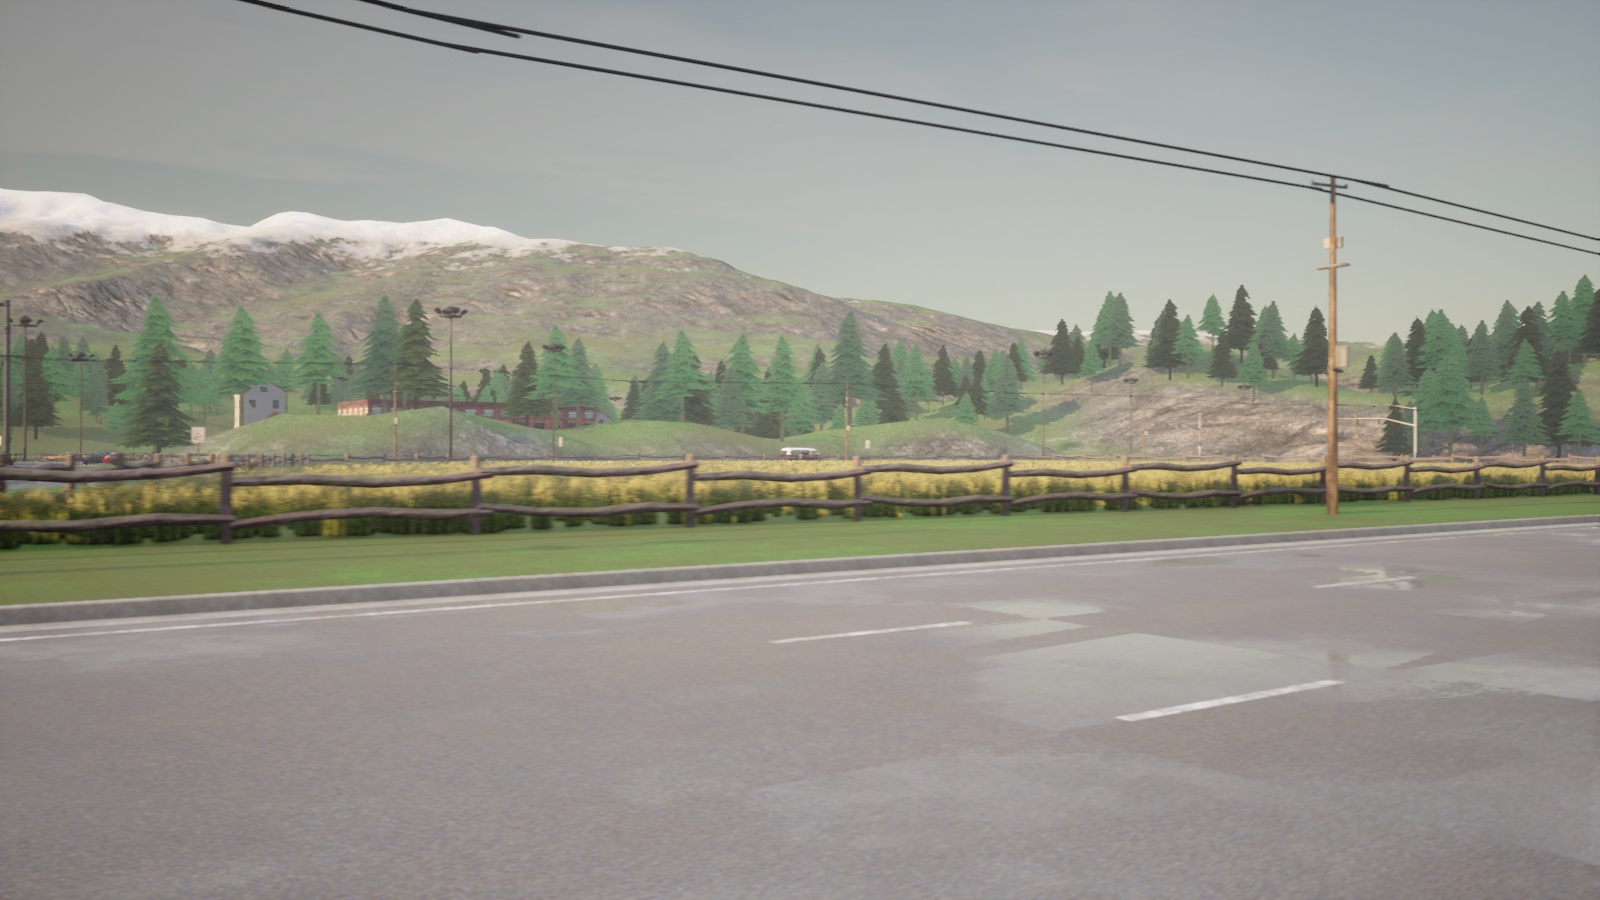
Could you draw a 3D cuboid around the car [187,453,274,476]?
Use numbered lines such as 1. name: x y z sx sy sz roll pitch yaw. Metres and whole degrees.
1. car: -40.255 0.988 88.787 5.366 1.575 1.801 0 0 -35
